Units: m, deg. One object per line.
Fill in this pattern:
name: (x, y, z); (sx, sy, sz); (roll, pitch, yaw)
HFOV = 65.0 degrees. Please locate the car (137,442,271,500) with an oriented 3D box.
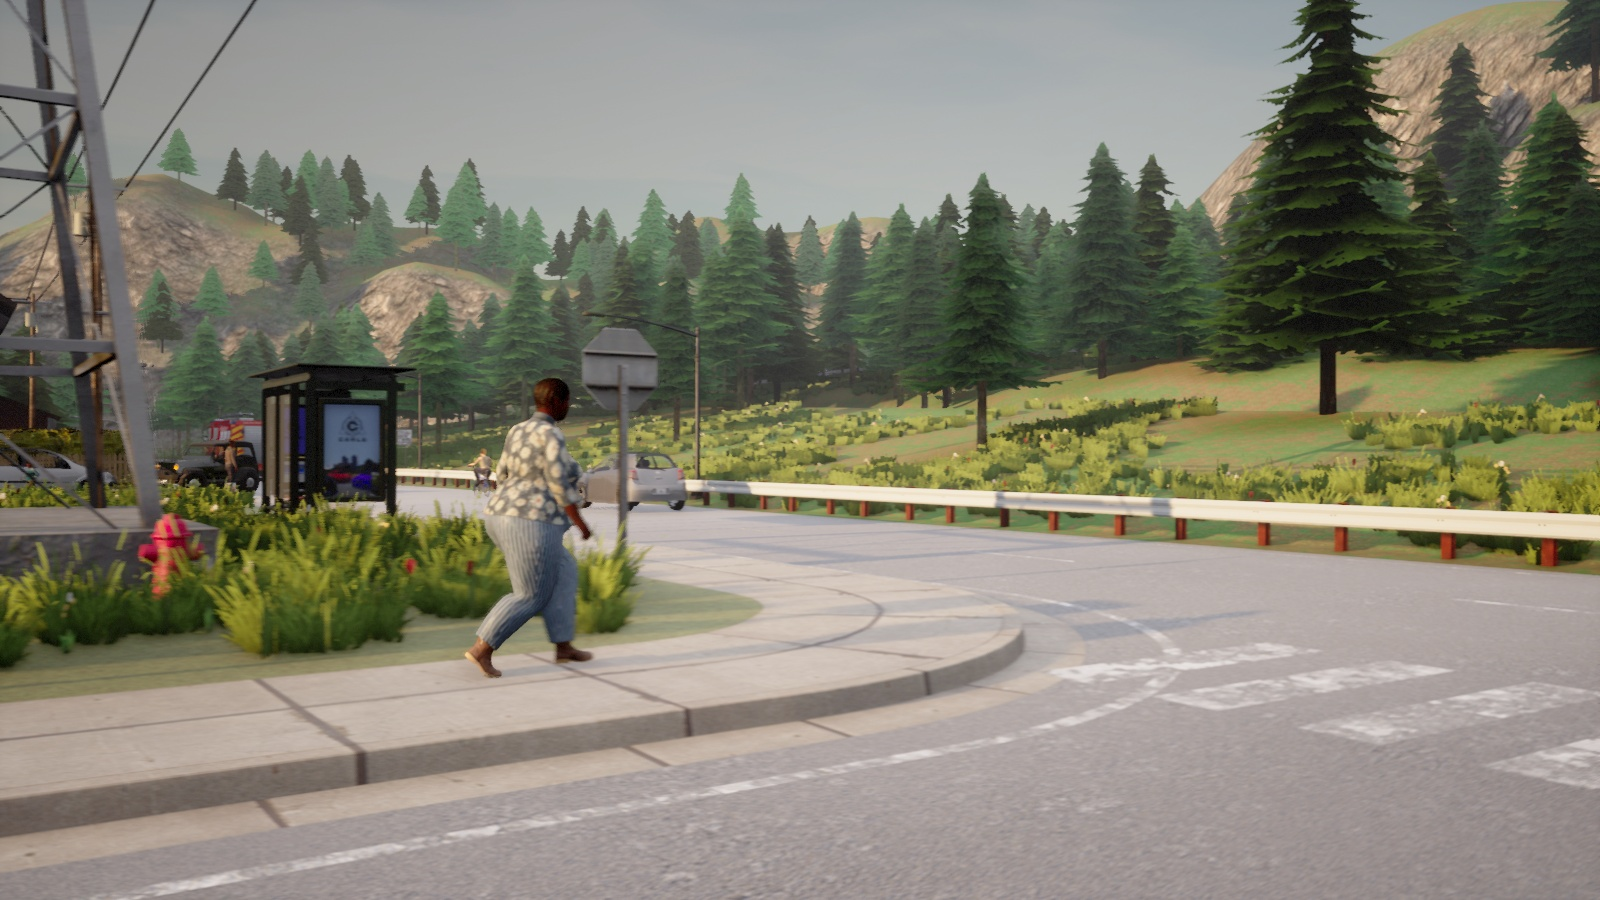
car: (-20.343, 0.687, 43.026); (1.905, 1.878, 3.866); (0, 0, 22)

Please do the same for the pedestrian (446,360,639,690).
pedestrian: (-1.582, 0.421, 7.663); (0.900, 1.855, 0.874); (0, 0, -32)

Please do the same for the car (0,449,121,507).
car: (-22.004, 0.778, 36.276); (3.988, 1.617, 1.851); (0, 0, -35)

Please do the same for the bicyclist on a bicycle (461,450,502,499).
bicyclist on a bicycle: (-10.642, 0.802, 41.884); (0.866, 1.612, 1.509); (0, 0, -34)

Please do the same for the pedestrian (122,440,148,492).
pedestrian: (-23.436, 0.557, 44.272); (0.726, 1.835, 0.370); (0, 0, 0)

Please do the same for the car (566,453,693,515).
car: (-4.493, 0.845, 32.701); (1.845, 1.501, 3.633); (0, 0, -34)

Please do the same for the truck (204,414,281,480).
truck: (-34.472, -0.161, 77.433); (2.891, 3.827, 8.468); (0, 0, -34)

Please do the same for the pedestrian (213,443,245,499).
pedestrian: (-18.364, 0.666, 40.416); (0.869, 1.805, 0.328); (0, 0, -45)

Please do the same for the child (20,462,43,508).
child: (-20.101, 0.903, 32.839); (0.448, 1.192, 0.343); (0, 0, -41)
